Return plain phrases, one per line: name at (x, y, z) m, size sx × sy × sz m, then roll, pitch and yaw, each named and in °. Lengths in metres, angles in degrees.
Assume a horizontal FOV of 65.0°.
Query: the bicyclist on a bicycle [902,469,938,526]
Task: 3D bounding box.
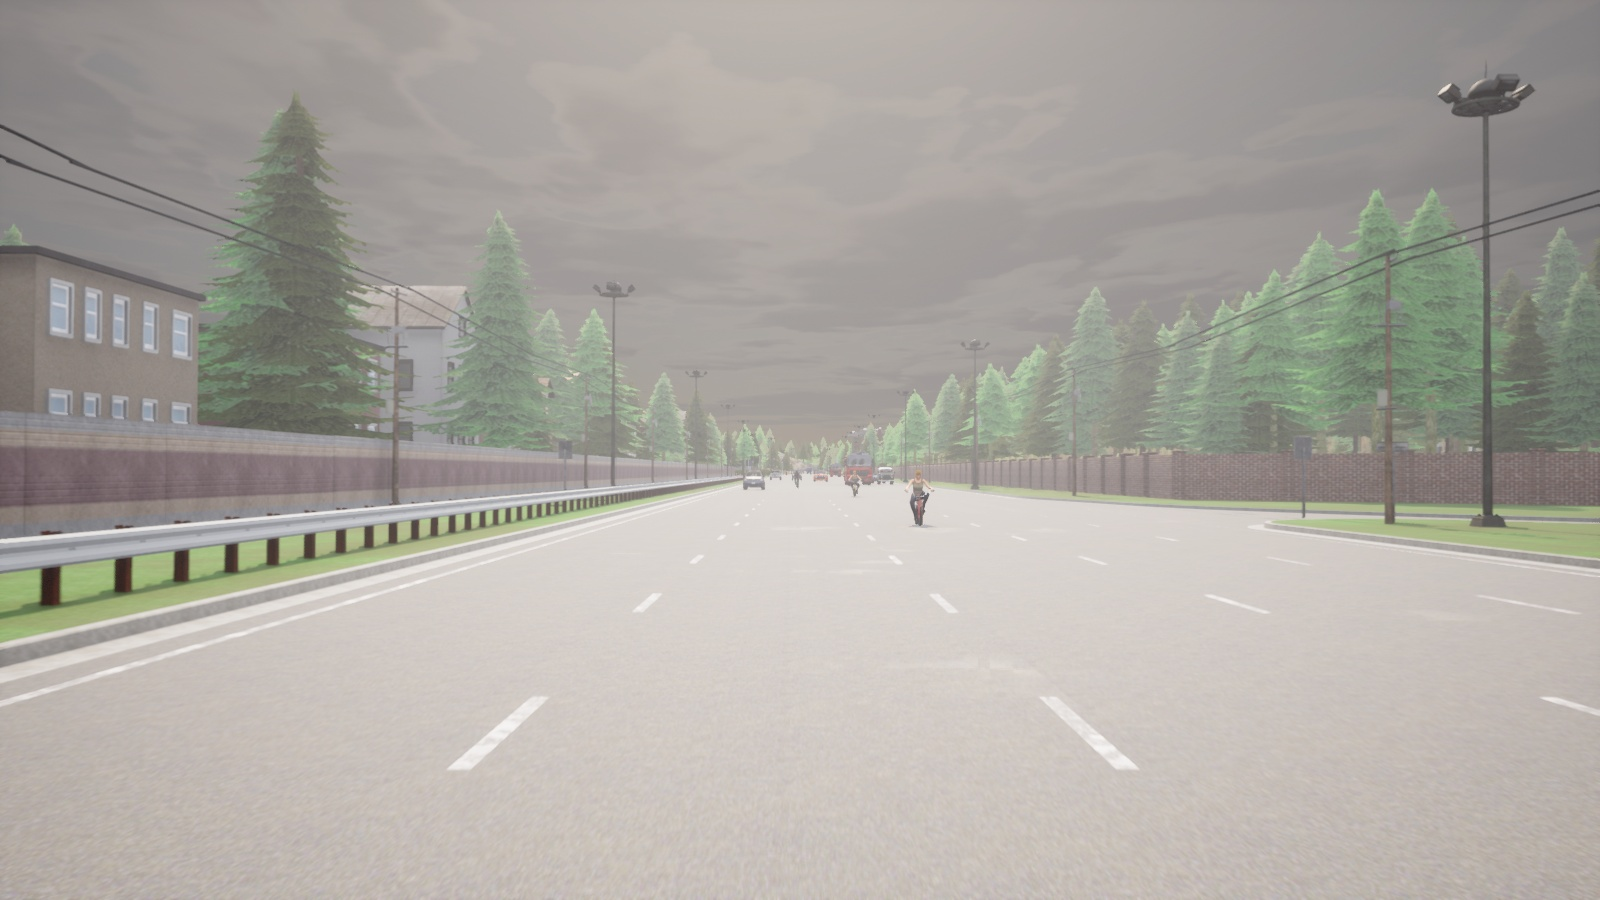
bicyclist on a bicycle at (3.409, 1.339, 35.917) m, size 0.866 × 1.612 × 1.509 m, roll 0°, pitch -1°, yaw 0°
